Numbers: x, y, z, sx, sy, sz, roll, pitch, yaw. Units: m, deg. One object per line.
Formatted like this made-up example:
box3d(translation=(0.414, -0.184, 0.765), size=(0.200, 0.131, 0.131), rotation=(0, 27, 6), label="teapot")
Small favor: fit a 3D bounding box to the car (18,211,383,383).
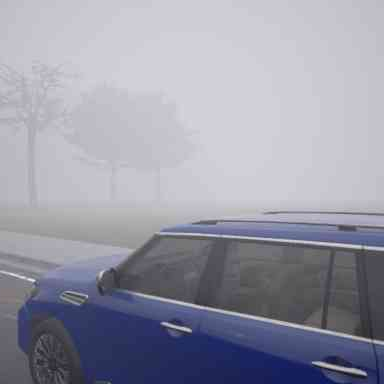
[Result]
box3d(translation=(0.568, 1.221, 3.286), size=(5.566, 2.045, 2.150), rotation=(0, 0, 35), label="car")
